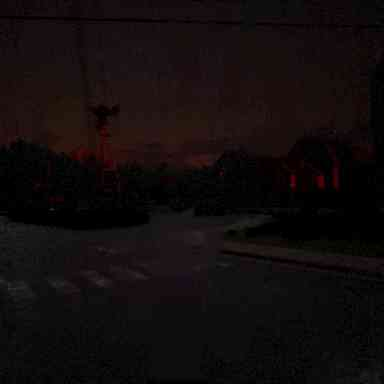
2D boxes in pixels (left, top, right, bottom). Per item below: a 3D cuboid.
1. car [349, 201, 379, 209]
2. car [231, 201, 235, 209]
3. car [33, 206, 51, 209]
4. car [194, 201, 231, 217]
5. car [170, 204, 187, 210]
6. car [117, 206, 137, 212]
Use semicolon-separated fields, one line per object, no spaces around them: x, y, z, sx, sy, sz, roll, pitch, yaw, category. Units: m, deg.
21.577;1.897;41.645;4.611;1.667;2.242;-1;-2;-40;car
6.099;2.556;60.245;3.866;1.878;1.905;-1;-2;-40;car
-35.522;4.146;79.126;4.553;1.767;2.097;-1;-2;-39;car
2.427;2.300;43.937;4.605;1.855;1.932;-1;-2;-40;car
-2.951;3.213;70.235;4.193;1.474;1.816;-1;-2;-40;car
-12.075;3.279;61.087;3.905;1.438;1.784;-1;-2;-40;car
